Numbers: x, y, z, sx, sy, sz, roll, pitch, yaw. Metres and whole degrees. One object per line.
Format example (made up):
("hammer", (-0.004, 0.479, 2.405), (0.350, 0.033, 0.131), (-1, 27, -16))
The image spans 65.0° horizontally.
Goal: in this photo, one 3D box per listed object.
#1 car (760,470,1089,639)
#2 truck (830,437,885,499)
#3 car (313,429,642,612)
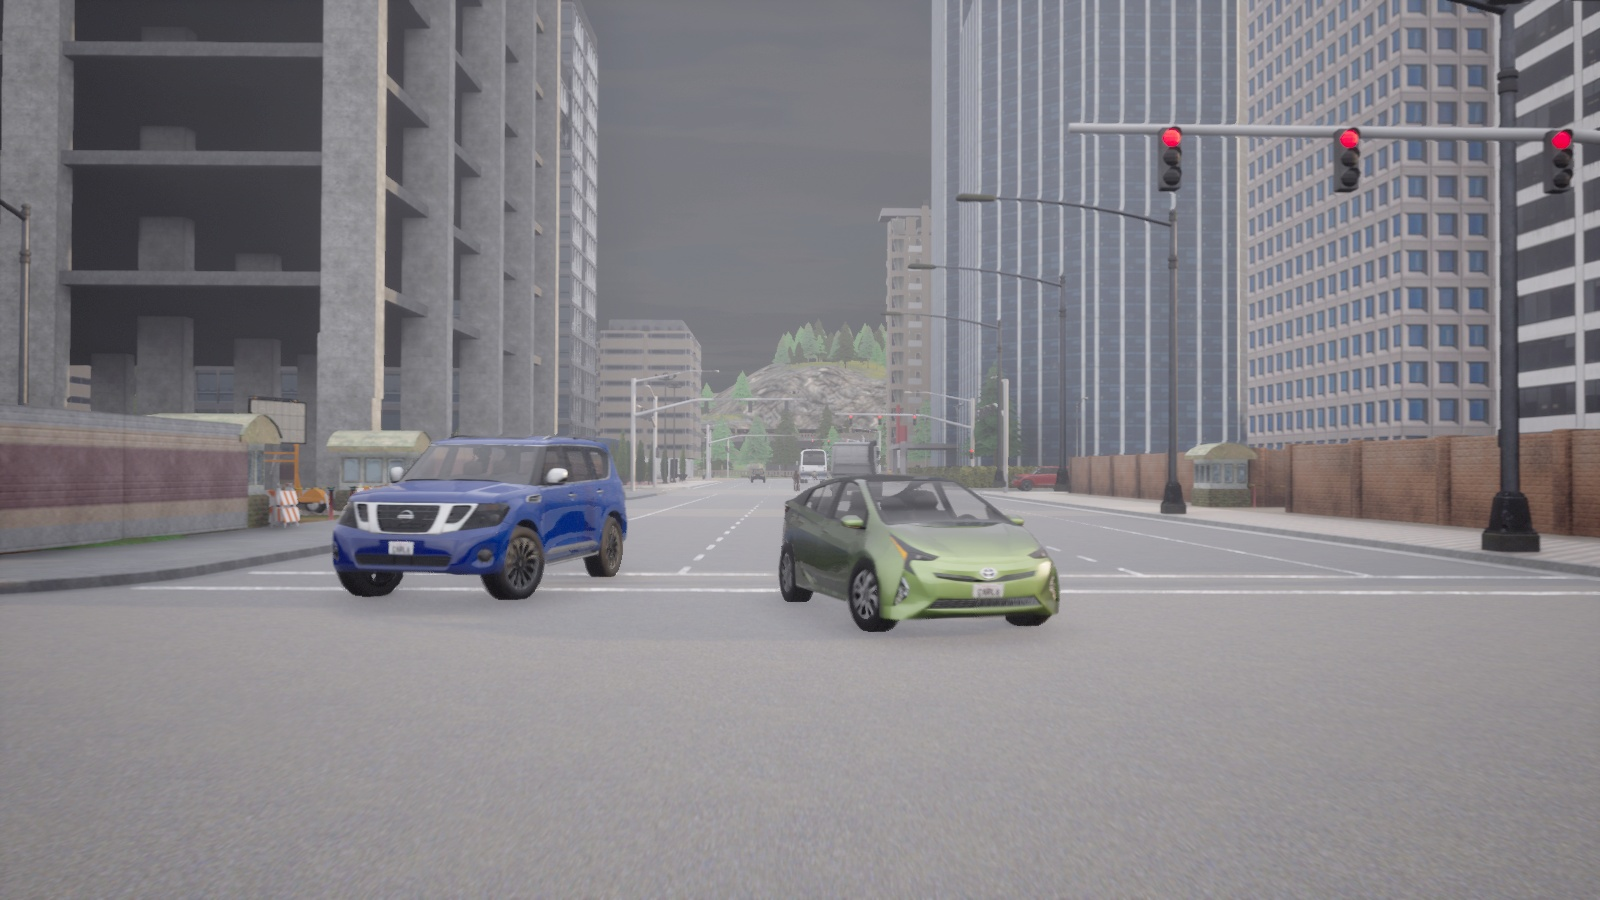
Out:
("car", (1.121, 0.989, 13.832), (2.007, 1.525, 4.514), (0, -1, -17))
("truck", (3.319, 1.074, 74.940), (2.891, 3.462, 7.936), (0, -1, 0))
("car", (-4.032, 0.834, 16.996), (2.150, 2.045, 5.566), (0, -1, 10))
